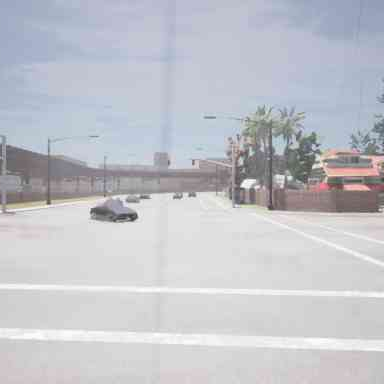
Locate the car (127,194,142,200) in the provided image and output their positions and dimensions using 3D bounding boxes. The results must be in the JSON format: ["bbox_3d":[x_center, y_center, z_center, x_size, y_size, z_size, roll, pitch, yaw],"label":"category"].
[{"bbox_3d":[-10.525,1.234,58.532,1.812,1.442,4.674,0,1,0],"label":"car"}]

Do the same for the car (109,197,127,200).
[{"bbox_3d":[-10.558,1.443,44.707,1.994,1.385,4.181,0,1,0],"label":"car"}]

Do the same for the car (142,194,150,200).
[{"bbox_3d":[-10.433,1.031,73.488,1.895,1.301,4.718,0,1,0],"label":"car"}]

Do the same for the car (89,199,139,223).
[{"bbox_3d":[-6.235,1.530,25.854,2.033,1.411,5.357,0,0,-40],"label":"car"}]

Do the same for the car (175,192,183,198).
[{"bbox_3d":[-3.421,0.709,87.159,1.994,1.385,4.181,0,1,0],"label":"car"}]

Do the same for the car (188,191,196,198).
[{"bbox_3d":[0.079,0.519,86.797,2.097,1.767,4.553,0,1,0],"label":"car"}]

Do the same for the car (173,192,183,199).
[{"bbox_3d":[-3.430,0.963,76.841,1.895,1.301,4.718,0,1,0],"label":"car"}]
